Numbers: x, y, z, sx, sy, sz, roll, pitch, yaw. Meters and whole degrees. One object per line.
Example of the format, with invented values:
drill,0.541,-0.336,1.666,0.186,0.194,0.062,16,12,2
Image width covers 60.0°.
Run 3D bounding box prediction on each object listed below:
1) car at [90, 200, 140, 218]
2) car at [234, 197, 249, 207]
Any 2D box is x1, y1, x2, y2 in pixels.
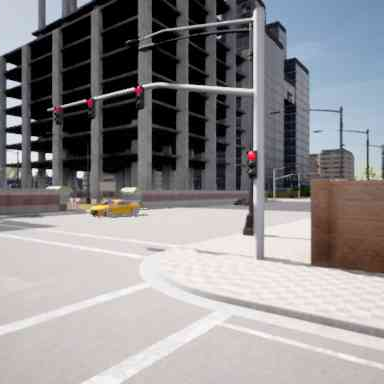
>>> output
car,-7.016,1.484,30.622,1.882,1.535,5.008,0,0,36
car,8.127,1.534,51.559,1.994,1.385,4.181,0,0,36
